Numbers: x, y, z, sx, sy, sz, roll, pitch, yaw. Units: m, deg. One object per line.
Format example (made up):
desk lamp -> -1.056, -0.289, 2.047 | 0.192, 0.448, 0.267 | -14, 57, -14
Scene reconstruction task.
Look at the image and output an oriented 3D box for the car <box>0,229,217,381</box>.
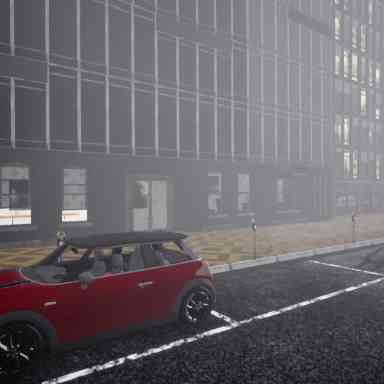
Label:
car -> -1.639, 1.440, 5.396 | 4.097, 1.590, 1.967 | 0, 0, -35
